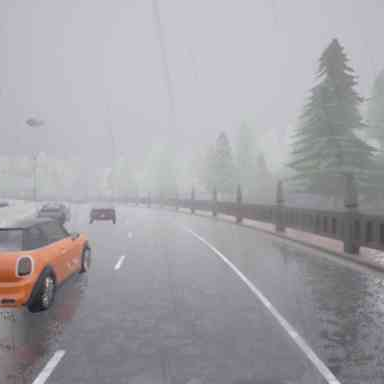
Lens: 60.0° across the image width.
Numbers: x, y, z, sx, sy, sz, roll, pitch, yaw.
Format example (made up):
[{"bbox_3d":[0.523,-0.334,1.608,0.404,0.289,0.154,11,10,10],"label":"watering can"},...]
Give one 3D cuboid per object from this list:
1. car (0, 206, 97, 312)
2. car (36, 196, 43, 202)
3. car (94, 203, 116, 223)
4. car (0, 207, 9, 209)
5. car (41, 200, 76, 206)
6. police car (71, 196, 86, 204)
[{"bbox_3d":[-3.890,1.392,7.880,2.097,1.767,4.553,0,0,-4],"label":"car"},{"bbox_3d":[-39.145,1.832,83.516,4.674,1.442,1.812,0,0,40],"label":"car"},{"bbox_3d":[-7.102,1.591,26.581,1.882,1.535,5.008,0,0,-15],"label":"car"},{"bbox_3d":[-25.405,1.836,44.353,1.895,1.301,4.718,0,0,-27],"label":"car"},{"bbox_3d":[-10.325,1.611,25.103,2.128,1.511,4.902,0,0,-14],"label":"car"},{"bbox_3d":[-24.075,1.741,69.881,1.930,1.638,5.238,0,0,-39],"label":"police car"}]
